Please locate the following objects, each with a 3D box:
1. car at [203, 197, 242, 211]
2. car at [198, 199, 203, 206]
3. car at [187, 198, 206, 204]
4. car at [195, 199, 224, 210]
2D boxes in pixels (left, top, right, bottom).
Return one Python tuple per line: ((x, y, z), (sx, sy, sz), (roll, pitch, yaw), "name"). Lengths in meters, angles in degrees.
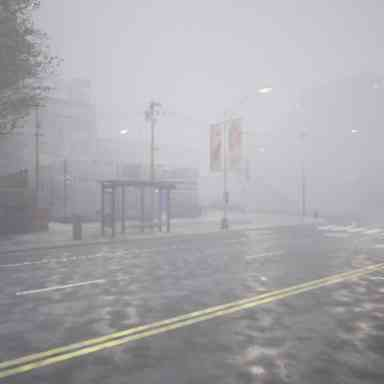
((4.198, 1.814, 44.863), (2.097, 1.535, 5.008), (0, -1, -36), "car")
((0.310, 1.720, 49.981), (2.185, 1.767, 4.553), (0, -1, -36), "car")
((0.950, 2.163, 77.634), (1.895, 1.301, 4.718), (0, -1, -36), "car")
((2.606, 1.887, 51.835), (1.837, 1.490, 4.892), (0, 0, -36), "car")
